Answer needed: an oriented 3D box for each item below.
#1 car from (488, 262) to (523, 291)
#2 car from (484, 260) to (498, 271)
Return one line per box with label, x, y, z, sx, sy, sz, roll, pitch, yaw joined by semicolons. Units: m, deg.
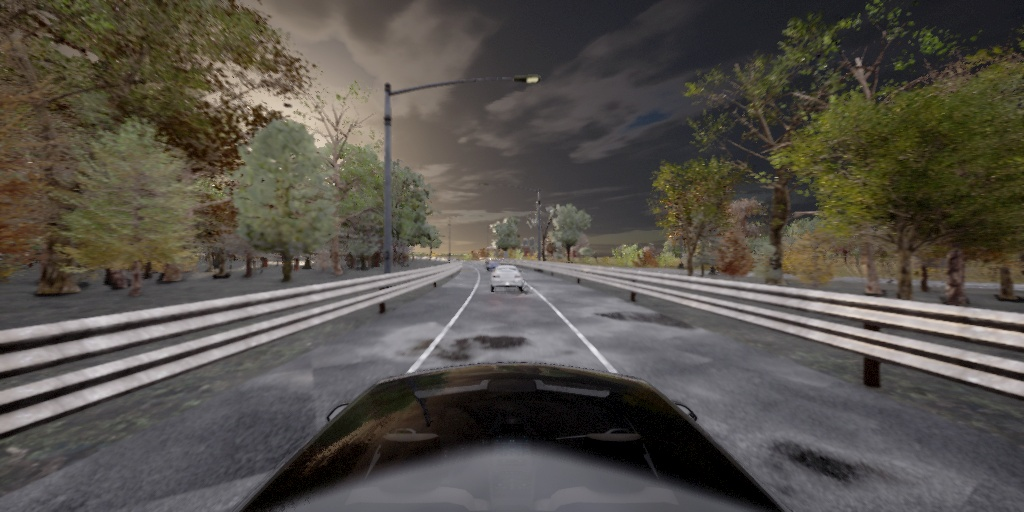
car;-0.388;1.283;22.066;1.812;1.442;4.674;0;0;-3
car;-2.708;1.295;49.252;2.033;1.411;5.357;0;0;-8
